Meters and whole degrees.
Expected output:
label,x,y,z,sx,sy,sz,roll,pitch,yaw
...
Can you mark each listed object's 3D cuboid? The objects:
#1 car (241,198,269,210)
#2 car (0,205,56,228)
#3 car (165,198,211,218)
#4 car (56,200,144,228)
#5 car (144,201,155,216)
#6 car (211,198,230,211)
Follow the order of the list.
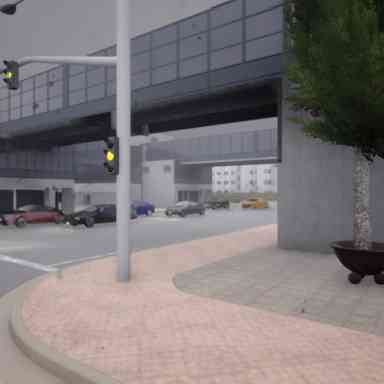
label,x,y,z,sx,sy,sz,roll,pitch,yaw
car,8.020,1.461,42.198,1.882,1.535,5.008,0,0,36
car,-10.701,1.544,22.356,1.994,1.385,4.181,0,0,36
car,-0.508,1.510,30.457,1.812,1.442,4.674,0,0,36
car,-6.114,1.531,22.726,2.033,1.411,5.357,0,0,36
car,-5.434,1.458,29.634,1.882,1.535,5.008,0,0,36
car,2.862,1.470,41.069,2.128,1.511,4.902,0,0,36
